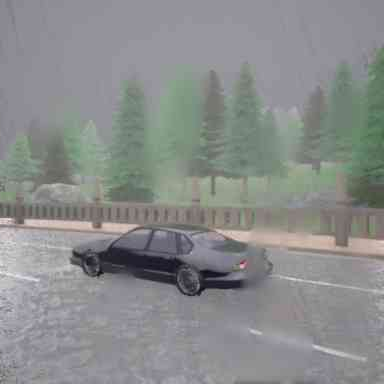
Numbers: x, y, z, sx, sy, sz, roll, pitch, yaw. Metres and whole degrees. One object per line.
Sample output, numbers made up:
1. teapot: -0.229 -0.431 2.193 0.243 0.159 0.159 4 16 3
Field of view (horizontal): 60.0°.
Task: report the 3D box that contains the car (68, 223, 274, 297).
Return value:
1. car: -0.736 1.523 8.467 5.357 1.411 2.033 0 0 32
